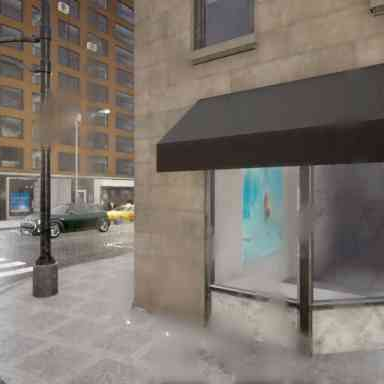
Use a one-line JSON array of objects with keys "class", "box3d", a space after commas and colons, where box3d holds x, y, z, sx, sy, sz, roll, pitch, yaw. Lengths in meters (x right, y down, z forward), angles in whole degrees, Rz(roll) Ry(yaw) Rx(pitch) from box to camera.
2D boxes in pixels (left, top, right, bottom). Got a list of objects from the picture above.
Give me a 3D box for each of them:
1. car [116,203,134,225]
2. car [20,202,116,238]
[{"class": "car", "box3d": [-4.871, 1.548, 24.673, 1.752, 1.417, 4.829, 0, 0, 36]}, {"class": "car", "box3d": [-6.674, 1.366, 17.848, 2.097, 1.767, 4.553, 0, 0, 36]}]
